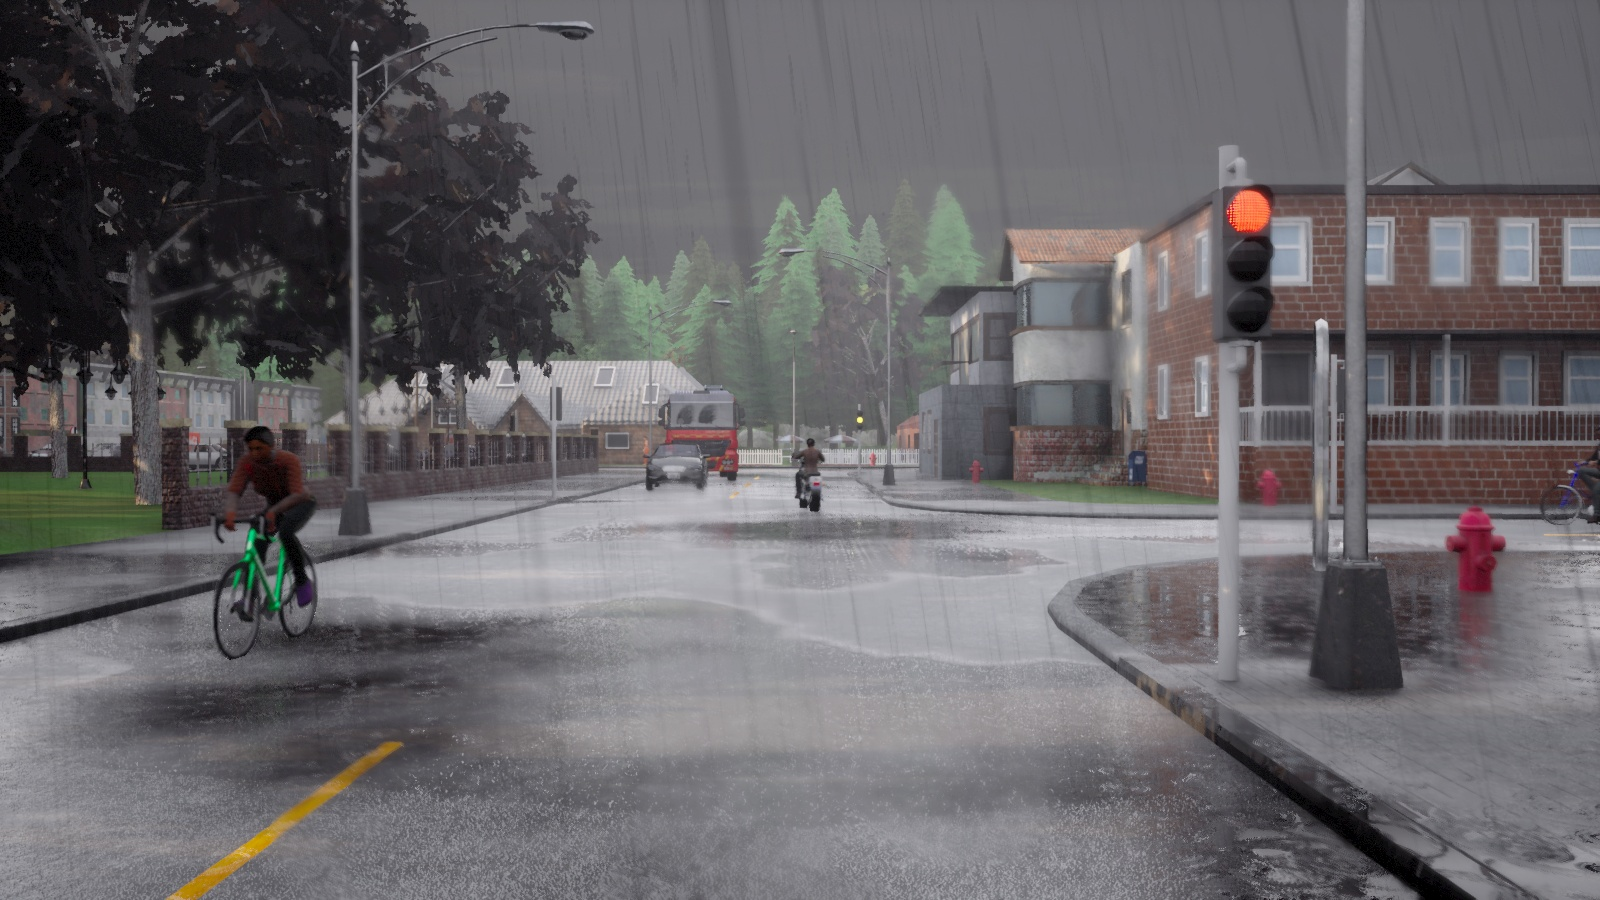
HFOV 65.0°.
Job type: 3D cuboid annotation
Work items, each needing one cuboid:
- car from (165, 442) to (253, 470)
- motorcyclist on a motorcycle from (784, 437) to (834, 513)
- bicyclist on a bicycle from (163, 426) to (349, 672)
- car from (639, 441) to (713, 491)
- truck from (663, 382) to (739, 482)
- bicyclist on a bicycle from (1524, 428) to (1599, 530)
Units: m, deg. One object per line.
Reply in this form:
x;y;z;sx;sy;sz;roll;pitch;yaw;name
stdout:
-31.765;0.305;67.616;3.806;1.475;1.970;0;0;-1;car
0.174;0.537;28.257;0.766;1.649;2.350;1;0;-8;motorcyclist on a motorcycle
-3.887;0.645;9.116;0.582;1.620;1.656;0;1;2;bicyclist on a bicycle
-3.947;0.470;40.708;2.128;1.511;4.902;0;0;-3;car
-4.037;-0.718;52.503;2.891;3.827;8.468;0;0;-3;truck
13.925;0.503;22.206;1.843;1.776;0.659;0;0;0;bicyclist on a bicycle
